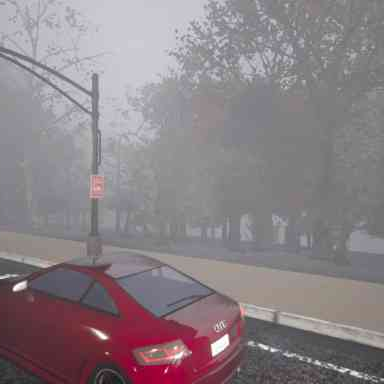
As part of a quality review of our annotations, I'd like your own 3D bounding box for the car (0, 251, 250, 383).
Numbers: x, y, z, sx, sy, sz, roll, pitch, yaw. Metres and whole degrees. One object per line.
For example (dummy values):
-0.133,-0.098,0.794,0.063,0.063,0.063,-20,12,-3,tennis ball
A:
-1.338,1.563,4.636,4.181,1.385,1.994,0,0,35,car
